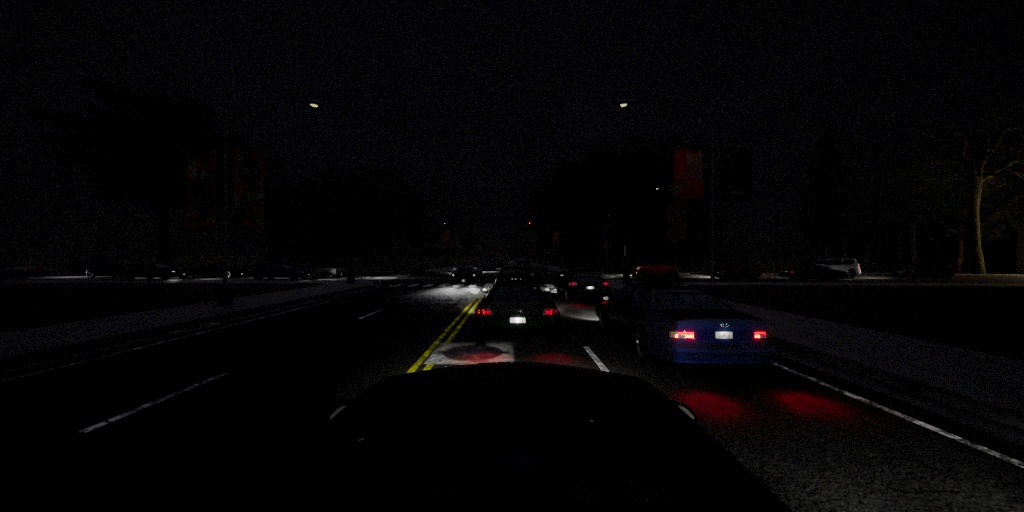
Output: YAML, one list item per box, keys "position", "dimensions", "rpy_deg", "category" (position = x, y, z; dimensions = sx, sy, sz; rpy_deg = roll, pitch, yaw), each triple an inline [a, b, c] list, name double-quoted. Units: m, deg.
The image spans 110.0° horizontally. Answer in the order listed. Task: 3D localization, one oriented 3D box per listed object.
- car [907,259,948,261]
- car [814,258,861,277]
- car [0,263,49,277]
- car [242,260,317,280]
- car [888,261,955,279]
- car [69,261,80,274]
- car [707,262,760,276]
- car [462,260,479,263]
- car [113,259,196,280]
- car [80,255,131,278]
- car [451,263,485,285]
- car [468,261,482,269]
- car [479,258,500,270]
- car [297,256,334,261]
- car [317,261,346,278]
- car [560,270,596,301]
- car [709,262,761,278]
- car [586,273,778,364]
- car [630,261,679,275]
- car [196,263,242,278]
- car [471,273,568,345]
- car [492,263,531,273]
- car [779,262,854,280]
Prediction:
- position: [45.927, 1.327, 40.394]
  dimensions: [5.566, 2.045, 2.150]
  rpy_deg: [0, 0, 0]
  category: "car"
- position: [32.677, 1.230, 37.096]
  dimensions: [5.566, 2.045, 2.150]
  rpy_deg: [0, 0, 0]
  category: "car"
- position: [-46.028, 1.277, 33.056]
  dimensions: [4.718, 1.301, 1.895]
  rpy_deg: [0, 0, 0]
  category: "car"
- position: [-19.388, 1.280, 30.033]
  dimensions: [4.674, 1.442, 1.812]
  rpy_deg: [0, 0, -2]
  category: "car"
- position: [42.660, 1.567, 37.146]
  dimensions: [4.902, 1.511, 2.128]
  rpy_deg: [0, 0, 0]
  category: "car"
- position: [-45.333, 0.911, 39.727]
  dimensions: [5.566, 2.045, 2.150]
  rpy_deg: [0, 0, -1]
  category: "car"
- position: [24.806, 1.474, 40.287]
  dimensions: [4.892, 1.490, 1.837]
  rpy_deg: [0, 0, -1]
  category: "car"
- position: [-6.572, 1.407, 53.110]
  dimensions: [2.128, 1.511, 4.902]
  rpy_deg: [0, 0, 0]
  category: "car"
- position: [-29.711, 1.243, 29.927]
  dimensions: [4.674, 1.442, 1.812]
  rpy_deg: [0, 0, -1]
  category: "car"
- position: [-36.177, 1.054, 33.123]
  dimensions: [4.553, 1.767, 2.097]
  rpy_deg: [0, 0, 0]
  category: "car"
- position: [-3.337, 1.404, 26.890]
  dimensions: [1.895, 1.301, 4.718]
  rpy_deg: [0, 0, 0]
  category: "car"
- position: [-6.535, 1.551, 64.272]
  dimensions: [1.994, 1.385, 4.181]
  rpy_deg: [0, 0, 0]
  category: "car"
- position: [-3.323, 1.463, 53.122]
  dimensions: [2.033, 1.411, 5.357]
  rpy_deg: [0, 0, 0]
  category: "car"
- position: [-22.525, 0.980, 39.816]
  dimensions: [5.566, 2.045, 2.150]
  rpy_deg: [0, 0, 1]
  category: "car"
- position: [-18.075, 1.365, 33.286]
  dimensions: [4.718, 1.301, 1.895]
  rpy_deg: [0, 0, -1]
  category: "car"
- position: [3.358, 1.339, 17.438]
  dimensions: [1.994, 1.385, 4.181]
  rpy_deg: [0, 0, 0]
  category: "car"
- position: [23.235, 1.520, 37.040]
  dimensions: [4.181, 1.385, 1.994]
  rpy_deg: [0, 0, -2]
  category: "car"
- position: [3.354, 1.302, 8.195]
  dimensions: [2.033, 1.411, 5.357]
  rpy_deg: [0, 0, 0]
  category: "car"
- position: [14.601, 1.265, 36.946]
  dimensions: [4.553, 1.767, 2.097]
  rpy_deg: [0, 0, -1]
  category: "car"
- position: [-27.216, 1.332, 33.201]
  dimensions: [4.718, 1.301, 1.895]
  rpy_deg: [0, 0, -1]
  category: "car"
- position: [0.107, 1.320, 9.544]
  dimensions: [1.994, 1.385, 4.181]
  rpy_deg: [0, 0, 0]
  category: "car"
- position: [0.099, 1.283, 18.449]
  dimensions: [1.837, 1.490, 4.892]
  rpy_deg: [0, 0, 0]
  category: "car"
- position: [28.195, 1.524, 33.614]
  dimensions: [5.357, 1.411, 2.033]
  rpy_deg: [0, 0, 0]
  category: "car"
